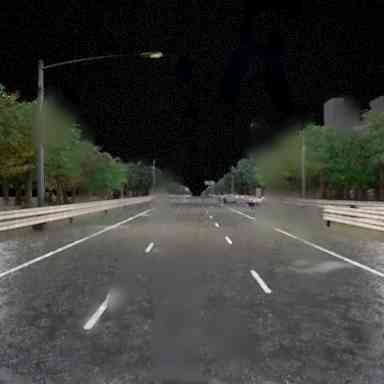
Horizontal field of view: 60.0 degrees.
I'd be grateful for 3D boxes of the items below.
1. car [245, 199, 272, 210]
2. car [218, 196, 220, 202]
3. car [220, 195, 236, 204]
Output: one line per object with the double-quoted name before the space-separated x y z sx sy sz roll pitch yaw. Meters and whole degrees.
"car" 8.829 1.563 44.701 1.895 1.301 4.718 0 0 -13
"car" 6.986 1.484 76.297 2.128 1.511 4.902 0 0 0
"car" 6.953 1.484 61.676 1.994 1.385 4.181 0 0 -4
